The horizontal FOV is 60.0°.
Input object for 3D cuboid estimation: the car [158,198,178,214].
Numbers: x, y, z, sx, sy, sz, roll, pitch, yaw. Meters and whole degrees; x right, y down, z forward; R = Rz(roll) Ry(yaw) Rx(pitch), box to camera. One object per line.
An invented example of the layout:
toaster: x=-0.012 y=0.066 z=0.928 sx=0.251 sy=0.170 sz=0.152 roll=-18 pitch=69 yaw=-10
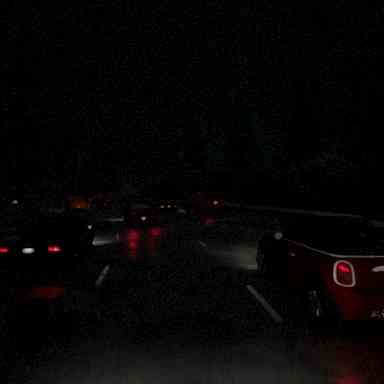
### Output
car: x=-2.968 y=1.312 z=31.370 sx=2.033 sy=1.411 sz=5.357 roll=0 pitch=0 yaw=-23

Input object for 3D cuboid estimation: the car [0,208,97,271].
car: x=-4.415 y=1.476 z=10.675 sx=2.033 sy=1.411 sz=5.357 roll=0 pitch=0 yaw=-9

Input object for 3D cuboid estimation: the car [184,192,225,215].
car: x=1.073 y=0.981 z=30.550 sx=2.150 sy=2.045 sz=5.566 roll=0 pitch=0 yaw=-20

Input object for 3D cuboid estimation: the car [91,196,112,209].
car: x=-11.067 y=1.200 z=39.793 sx=1.882 sy=1.535 sz=5.008 roll=0 pitch=0 yaw=-29

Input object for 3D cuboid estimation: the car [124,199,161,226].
car: x=-3.499 y=1.364 z=22.113 sx=1.812 sy=1.442 sz=4.674 roll=0 pitch=1 yaw=-16

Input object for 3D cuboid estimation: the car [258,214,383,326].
car: x=2.936 y=1.287 z=7.171 sx=2.097 sy=1.767 sz=4.553 roll=0 pitch=0 yaw=-5

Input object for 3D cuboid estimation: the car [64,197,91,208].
car: x=-12.102 y=1.245 z=34.436 sx=1.882 sy=1.535 sz=5.008 roll=0 pitch=0 yaw=-26
